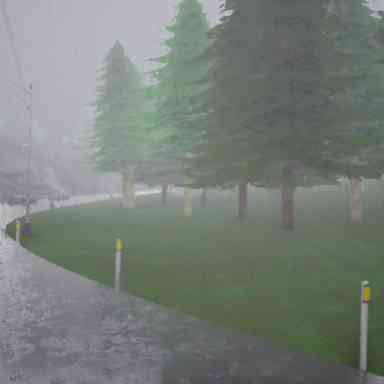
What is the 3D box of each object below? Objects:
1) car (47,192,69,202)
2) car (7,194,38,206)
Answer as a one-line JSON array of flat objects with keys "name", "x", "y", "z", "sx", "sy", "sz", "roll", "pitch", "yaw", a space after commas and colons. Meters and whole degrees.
[{"name": "car", "x": -21.740, "y": 0.757, "z": 54.356, "sx": 2.128, "sy": 1.511, "sz": 4.902, "roll": 1, "pitch": 2, "yaw": 4}, {"name": "car", "x": -22.157, "y": 1.013, "z": 43.744, "sx": 1.882, "sy": 1.535, "sz": 5.008, "roll": 1, "pitch": 1, "yaw": 2}]
